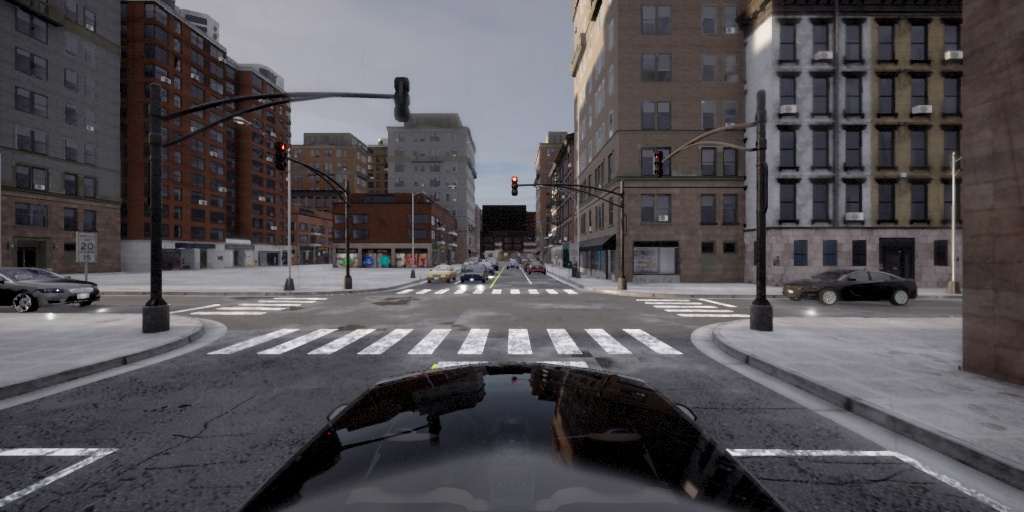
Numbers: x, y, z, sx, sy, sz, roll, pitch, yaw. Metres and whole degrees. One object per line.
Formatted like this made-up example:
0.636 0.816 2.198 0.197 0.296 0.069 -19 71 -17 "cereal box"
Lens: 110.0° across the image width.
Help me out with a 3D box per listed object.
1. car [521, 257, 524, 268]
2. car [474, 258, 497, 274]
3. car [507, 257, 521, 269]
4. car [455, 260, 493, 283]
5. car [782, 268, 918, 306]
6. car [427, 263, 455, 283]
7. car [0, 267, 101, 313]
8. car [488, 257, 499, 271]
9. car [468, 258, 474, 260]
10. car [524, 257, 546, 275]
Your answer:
2.654 1.067 45.042 2.192 1.841 5.009 0 0 0 "car"
-2.837 1.277 38.192 1.812 1.442 4.674 0 0 0 "car"
0.121 1.300 55.989 2.033 1.411 5.357 0 0 0 "car"
-2.838 1.298 28.142 2.033 1.411 5.357 0 0 0 "car"
14.778 1.310 15.845 5.008 1.535 1.882 0 0 -1 "car"
-5.377 1.276 27.889 1.751 1.417 4.829 0 0 0 "car"
-17.844 1.159 12.872 4.902 1.511 2.128 0 0 0 "car"
-2.815 1.230 48.682 1.882 1.535 5.008 0 0 0 "car"
-5.371 1.302 45.045 2.007 1.370 4.403 0 0 0 "car"
2.652 1.191 39.380 1.967 1.591 4.097 0 0 0 "car"
